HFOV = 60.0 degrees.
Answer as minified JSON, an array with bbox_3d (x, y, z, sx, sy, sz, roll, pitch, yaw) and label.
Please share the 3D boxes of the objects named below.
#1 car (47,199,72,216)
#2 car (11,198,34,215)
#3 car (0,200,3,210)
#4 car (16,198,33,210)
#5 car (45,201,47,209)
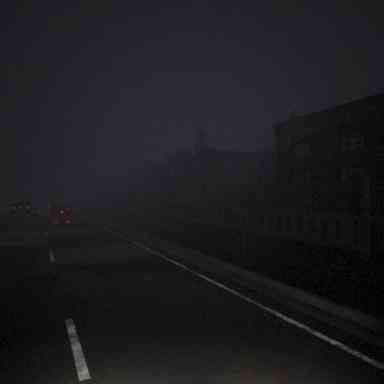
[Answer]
[{"bbox_3d":[-13.290,1.622,33.552,1.895,1.301,4.718,0,0,-25],"label":"car"},{"bbox_3d":[-17.470,1.568,34.229,2.033,1.411,5.357,0,0,-25],"label":"car"},{"bbox_3d":[-24.917,1.503,41.690,1.882,1.535,5.008,0,0,-25],"label":"car"},{"bbox_3d":[-21.965,1.531,43.644,1.837,1.490,4.892,0,0,-25],"label":"car"},{"bbox_3d":[-17.698,1.590,42.771,1.994,1.385,4.181,0,0,-26],"label":"car"}]
